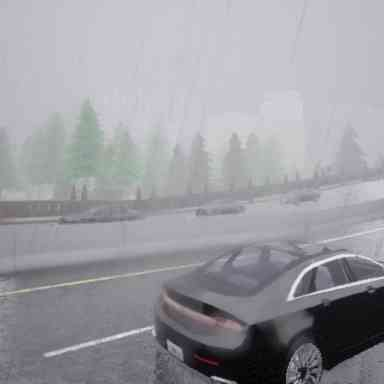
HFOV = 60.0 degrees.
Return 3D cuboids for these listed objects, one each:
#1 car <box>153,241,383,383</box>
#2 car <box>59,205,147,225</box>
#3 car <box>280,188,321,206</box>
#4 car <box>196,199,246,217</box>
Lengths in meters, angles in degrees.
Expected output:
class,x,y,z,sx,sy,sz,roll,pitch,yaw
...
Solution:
class,x,y,z,sx,sy,sz,roll,pitch,yaw
car,1.794,1.511,5.027,4.902,1.511,2.128,0,0,-36
car,-5.592,1.556,21.407,5.357,1.411,2.033,-1,0,-35
car,10.714,0.431,32.929,4.902,1.511,2.128,-7,4,-35
car,2.354,1.263,27.032,4.181,1.385,1.994,-4,2,-35
